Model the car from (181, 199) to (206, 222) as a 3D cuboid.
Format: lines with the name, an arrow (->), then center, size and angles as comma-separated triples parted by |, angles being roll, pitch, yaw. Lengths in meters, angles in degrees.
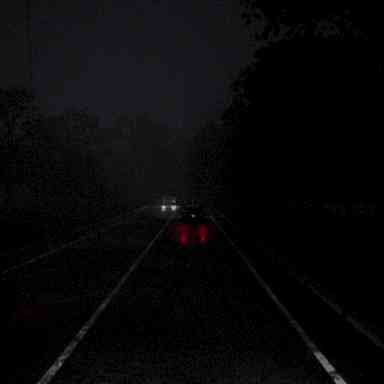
car -> 0.092, 1.497, 25.897 | 1.812, 1.442, 4.674 | 0, 0, 0

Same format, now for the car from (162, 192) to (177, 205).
car -> -3.521, 1.034, 53.224 | 2.150, 2.045, 5.566 | 0, 0, 0

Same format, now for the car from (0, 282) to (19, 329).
car -> -3.601, 1.600, 2.902 | 1.895, 1.301, 4.718 | 0, 0, 0

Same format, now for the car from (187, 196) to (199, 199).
car -> 0.087, 1.242, 42.858 | 2.097, 1.767, 4.553 | 0, 0, 0
